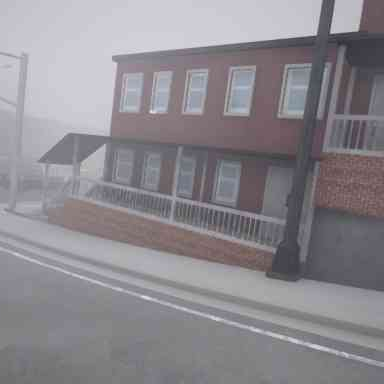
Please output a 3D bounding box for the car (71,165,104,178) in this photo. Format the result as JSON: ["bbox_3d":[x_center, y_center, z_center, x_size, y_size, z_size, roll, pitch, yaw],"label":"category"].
[{"bbox_3d":[-12.078,-2.493,41.704,1.882,1.535,5.008,11,7,35],"label":"car"}]

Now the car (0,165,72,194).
[{"bbox_3d":[-11.528,-0.770,24.405,2.128,1.511,4.902,11,7,35],"label":"car"}]

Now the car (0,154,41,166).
[{"bbox_3d":[-18.018,-2.751,33.388,2.150,2.045,5.566,11,7,36],"label":"car"}]

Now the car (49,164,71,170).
[{"bbox_3d":[-15.849,-3.028,42.389,1.837,1.490,4.892,11,7,35],"label":"car"}]

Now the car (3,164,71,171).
[{"bbox_3d":[-13.141,-1.223,28.108,1.895,1.301,4.718,11,7,35],"label":"car"}]
